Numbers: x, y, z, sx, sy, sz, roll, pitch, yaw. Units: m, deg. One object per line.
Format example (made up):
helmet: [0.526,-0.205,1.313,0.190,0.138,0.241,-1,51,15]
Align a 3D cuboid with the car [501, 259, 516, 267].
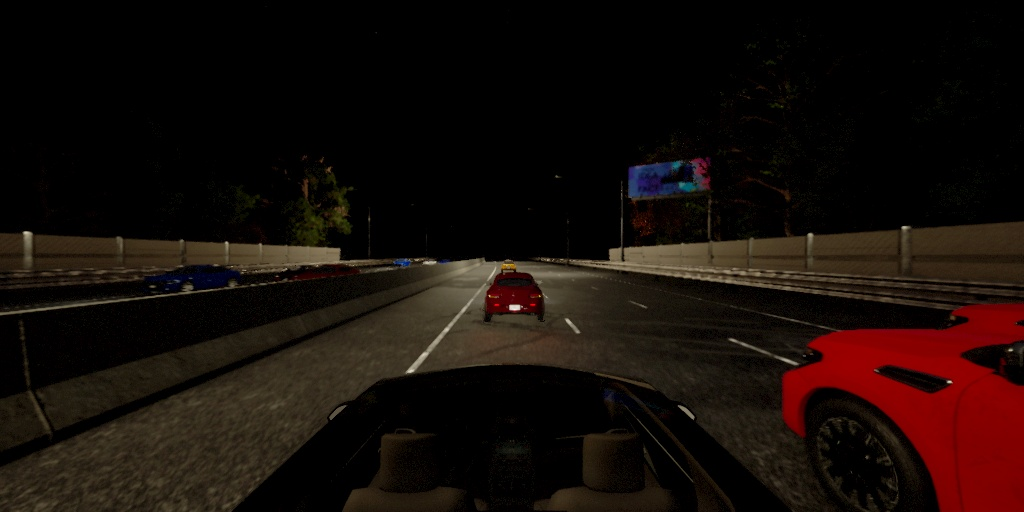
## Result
car: [-0.425,1.197,43.961,1.801,1.575,5.366,0,0,-1]

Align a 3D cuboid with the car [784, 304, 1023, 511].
car: [3.598,0.971,0.928,2.150,2.045,5.566,0,0,0]

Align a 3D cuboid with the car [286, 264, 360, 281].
car: [-10.722,1.230,21.188,1.882,1.535,5.008,0,0,-1]

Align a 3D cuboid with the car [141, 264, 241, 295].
car: [-17.709,1.232,20.124,1.882,1.535,5.008,0,0,-1]

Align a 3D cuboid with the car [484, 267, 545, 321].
car: [0.069,1.276,12.345,1.812,1.442,4.674,0,0,0]

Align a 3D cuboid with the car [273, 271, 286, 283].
car: [-14.262,1.317,24.564,1.994,1.385,4.181,0,0,-1]

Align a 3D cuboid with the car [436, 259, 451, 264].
car: [-11.601,1.252,62.796,1.812,1.442,4.674,0,0,-1]

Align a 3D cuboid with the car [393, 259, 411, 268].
car: [-18.532,1.209,60.485,1.882,1.535,5.008,0,0,-1]

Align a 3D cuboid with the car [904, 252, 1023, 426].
car: [7.097,0.968,2.720,2.150,2.045,5.566,0,0,0]
